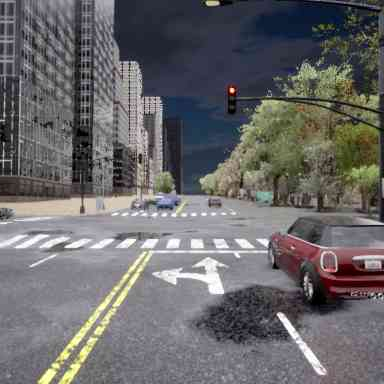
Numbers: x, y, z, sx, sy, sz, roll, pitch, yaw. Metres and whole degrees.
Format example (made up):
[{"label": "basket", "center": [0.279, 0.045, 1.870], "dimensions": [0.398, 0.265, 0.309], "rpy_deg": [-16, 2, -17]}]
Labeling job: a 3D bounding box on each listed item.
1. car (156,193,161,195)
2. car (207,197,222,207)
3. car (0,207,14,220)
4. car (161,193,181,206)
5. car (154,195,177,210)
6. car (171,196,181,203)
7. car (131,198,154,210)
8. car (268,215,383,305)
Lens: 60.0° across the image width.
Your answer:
[{"label": "car", "center": [-6.544, 1.268, 68.865], "dimensions": [2.150, 2.045, 5.566], "rpy_deg": [0, 0, 0]}, {"label": "car", "center": [3.330, 1.496, 49.700], "dimensions": [2.128, 1.511, 4.902], "rpy_deg": [1, -1, 0]}, {"label": "car", "center": [-14.937, 1.259, 23.105], "dimensions": [4.674, 1.442, 1.812], "rpy_deg": [1, -2, -7]}, {"label": "car", "center": [-3.374, 1.252, 53.954], "dimensions": [2.150, 2.045, 5.566], "rpy_deg": [0, 1, 0]}, {"label": "car", "center": [-3.375, 1.506, 42.543], "dimensions": [1.882, 1.535, 5.008], "rpy_deg": [0, 0, 0]}, {"label": "car", "center": [-3.297, 1.571, 68.887], "dimensions": [1.812, 1.442, 4.674], "rpy_deg": [0, 0, 0]}, {"label": "car", "center": [-6.623, 1.520, 42.700], "dimensions": [2.128, 1.511, 4.902], "rpy_deg": [0, 0, 0]}, {"label": "car", "center": [3.341, 1.350, 8.265], "dimensions": [2.097, 1.767, 4.553], "rpy_deg": [-1, 0, 0]}]
